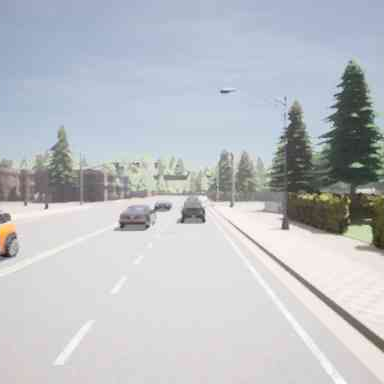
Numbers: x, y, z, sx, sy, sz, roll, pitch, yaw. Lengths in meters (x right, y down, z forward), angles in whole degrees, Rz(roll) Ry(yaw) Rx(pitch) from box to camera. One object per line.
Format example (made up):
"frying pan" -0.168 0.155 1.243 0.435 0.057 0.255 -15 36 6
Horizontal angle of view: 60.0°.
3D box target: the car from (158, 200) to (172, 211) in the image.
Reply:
"car" -3.412 1.567 40.476 1.895 1.301 4.718 0 0 0

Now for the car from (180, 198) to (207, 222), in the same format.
"car" 0.101 1.482 25.968 1.837 1.490 4.892 0 0 0

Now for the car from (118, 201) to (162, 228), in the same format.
"car" -3.457 1.529 21.841 2.033 1.411 5.357 0 0 0

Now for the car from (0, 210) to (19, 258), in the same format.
"car" -7.079 1.343 9.645 2.097 1.767 4.553 0 0 0

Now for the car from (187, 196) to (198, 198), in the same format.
"car" 0.087 1.319 40.377 2.097 1.767 4.553 0 0 0

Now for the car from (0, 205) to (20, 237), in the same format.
"car" -10.543 1.478 15.824 2.128 1.511 4.902 0 0 1
